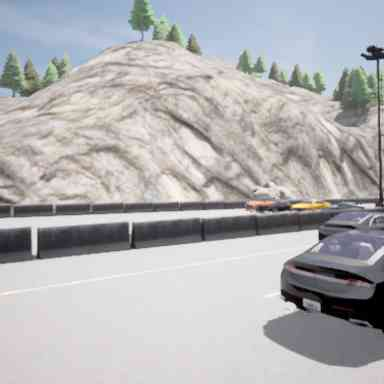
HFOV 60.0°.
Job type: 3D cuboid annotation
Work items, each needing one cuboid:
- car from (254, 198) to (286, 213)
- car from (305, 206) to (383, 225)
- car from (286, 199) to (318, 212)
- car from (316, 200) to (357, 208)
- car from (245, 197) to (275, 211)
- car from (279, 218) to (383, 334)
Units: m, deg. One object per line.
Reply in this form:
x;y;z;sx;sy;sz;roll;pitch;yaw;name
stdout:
9.419;1.632;36.501;4.718;1.301;1.895;0;0;-35;car
6.917;1.506;12.980;4.902;1.511;2.128;0;0;-36;car
12.326;1.510;34.274;5.008;1.535;1.882;0;0;-35;car
14.135;1.633;31.268;4.718;1.301;1.895;0;0;-35;car
8.494;1.384;40.134;4.553;1.767;2.097;0;0;-35;car
3.789;1.499;6.450;4.902;1.511;2.128;0;0;-35;car
